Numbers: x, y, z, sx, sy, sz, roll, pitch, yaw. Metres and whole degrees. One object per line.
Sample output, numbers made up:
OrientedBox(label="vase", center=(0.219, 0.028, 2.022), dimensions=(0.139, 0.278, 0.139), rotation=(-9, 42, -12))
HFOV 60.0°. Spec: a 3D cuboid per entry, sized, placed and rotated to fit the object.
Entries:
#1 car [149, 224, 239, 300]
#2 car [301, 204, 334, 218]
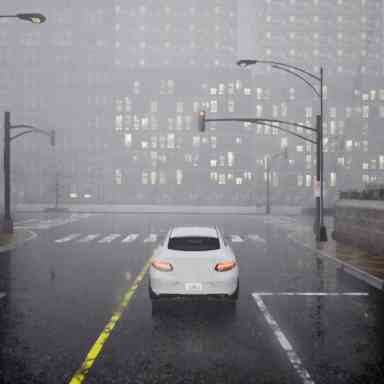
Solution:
OrientedBox(label="car", center=(0.050, 1.525, 8.259), dimensions=(1.812, 1.442, 4.674), rotation=(0, 0, 0))
OrientedBox(label="car", center=(12.898, 1.785, 31.629), dimensions=(4.718, 1.301, 1.895), rotation=(1, 0, -1))
